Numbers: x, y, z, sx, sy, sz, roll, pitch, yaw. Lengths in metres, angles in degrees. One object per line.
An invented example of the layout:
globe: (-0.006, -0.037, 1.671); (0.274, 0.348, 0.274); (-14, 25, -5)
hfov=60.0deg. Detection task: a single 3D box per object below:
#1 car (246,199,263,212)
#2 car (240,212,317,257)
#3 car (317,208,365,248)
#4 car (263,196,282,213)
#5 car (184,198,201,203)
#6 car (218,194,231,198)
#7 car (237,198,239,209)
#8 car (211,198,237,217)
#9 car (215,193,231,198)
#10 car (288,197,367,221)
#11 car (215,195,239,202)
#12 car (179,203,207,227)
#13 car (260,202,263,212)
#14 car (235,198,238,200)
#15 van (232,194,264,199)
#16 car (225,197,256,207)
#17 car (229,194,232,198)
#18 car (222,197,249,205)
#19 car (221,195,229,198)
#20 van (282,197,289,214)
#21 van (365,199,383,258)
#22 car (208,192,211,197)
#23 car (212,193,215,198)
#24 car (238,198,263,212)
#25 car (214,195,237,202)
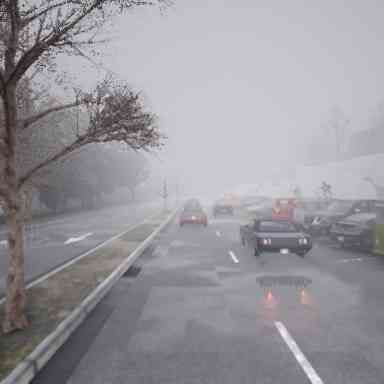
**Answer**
car: (8.038, 1.730, 31.667); (4.792, 1.488, 2.163); (1, 0, -20)
car: (3.098, 1.702, 13.348); (1.895, 1.301, 4.718); (0, 0, 0)
car: (8.062, 1.595, 13.774); (4.892, 1.521, 2.231); (1, -1, -20)
car: (8.096, 1.409, 22.740); (5.566, 2.045, 2.435); (1, -1, -20)
car: (0.093, 1.559, 41.318); (2.097, 1.767, 4.553); (0, 0, 0)
car: (7.889, 1.591, 58.471); (5.366, 1.575, 1.946); (1, 1, -20)
car: (8.091, 1.738, 37.663); (4.792, 1.488, 2.163); (1, 0, -20)
car: (3.095, 1.692, 34.457); (1.882, 1.535, 5.008); (0, 0, 0)
car: (8.070, 1.537, 70.460); (4.892, 1.521, 2.231); (1, 0, -20)
car: (8.046, 1.364, 16.744); (5.566, 2.045, 2.435); (1, 0, -20)
car: (8.065, 1.520, 76.426); (5.008, 1.535, 2.097); (1, 0, -20)
car: (0.097, 1.744, 24.778); (1.994, 1.385, 4.181); (0, 0, 0)
car: (8.063, 1.716, 25.709); (4.674, 1.452, 2.002); (1, -1, -20)
car: (8.059, 1.741, 40.636); (4.674, 1.452, 2.002); (1, 0, -20)
van: (7.959, 1.467, 43.567); (4.442, 1.987, 1.878); (1, 1, -20)
car: (8.088, 1.647, 55.567); (4.792, 1.488, 2.163); (1, 0, -20)
car: (8.036, 1.552, 46.595); (4.553, 1.767, 2.185); (1, 0, -20)
car: (8.057, 1.618, 61.520); (4.674, 1.452, 2.002); (1, 0, -20)
car: (7.889, 1.635, 52.505); (5.366, 1.575, 1.946); (1, 1, -20)
van: (7.962, 1.411, 19.697); (4.442, 1.987, 1.878); (1, 0, -20)
van: (8.180, 1.348, 10.836); (4.442, 1.987, 1.878); (1, -1, -20)
car: (7.885, 1.502, 91.274); (5.366, 1.575, 1.946); (1, 0, -20)
car: (8.089, 1.275, 73.461); (5.566, 2.045, 2.435); (1, 0, -20)
car: (7.893, 1.700, 34.594); (5.366, 1.575, 1.946); (1, 0, -20)
car: (8.052, 1.517, 79.412); (4.892, 1.521, 2.231); (1, 0, -20)
